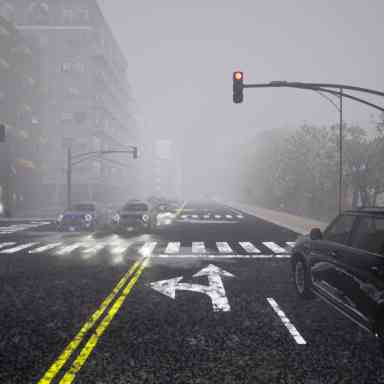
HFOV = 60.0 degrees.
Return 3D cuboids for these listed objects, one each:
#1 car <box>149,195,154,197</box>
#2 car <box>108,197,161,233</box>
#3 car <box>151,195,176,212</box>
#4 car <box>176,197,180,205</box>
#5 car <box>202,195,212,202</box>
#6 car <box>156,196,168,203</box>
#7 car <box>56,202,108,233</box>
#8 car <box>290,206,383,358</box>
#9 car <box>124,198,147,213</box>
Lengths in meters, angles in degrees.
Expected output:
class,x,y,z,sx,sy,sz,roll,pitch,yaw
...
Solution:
class,x,y,z,sx,sy,sz,roll,pitch,yaw
car,-6.469,1.366,55.006,2.097,1.767,4.553,0,0,0
car,-3.316,1.396,20.050,2.097,1.767,4.553,0,0,0
car,-3.277,1.494,38.361,2.128,1.511,4.902,0,0,-2
car,-3.183,1.566,60.941,2.033,1.411,5.357,0,0,1
car,3.421,1.386,77.181,2.097,1.767,4.553,0,0,0
car,-6.347,1.555,70.263,2.033,1.411,5.357,0,0,0
car,-6.573,1.424,20.457,2.097,1.767,4.553,-1,0,0
car,3.374,1.221,5.292,2.150,2.045,5.566,0,0,-2
car,-6.514,1.505,38.679,1.837,1.490,4.892,0,1,0
